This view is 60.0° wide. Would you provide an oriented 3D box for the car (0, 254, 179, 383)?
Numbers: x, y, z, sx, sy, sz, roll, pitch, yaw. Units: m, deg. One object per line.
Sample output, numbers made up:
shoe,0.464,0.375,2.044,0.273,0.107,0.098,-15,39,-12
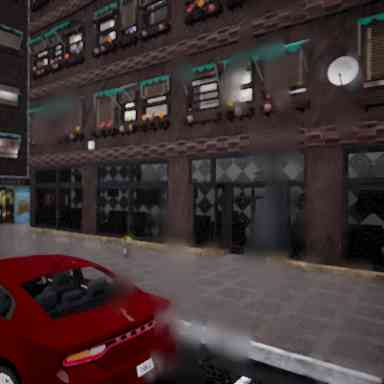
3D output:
car,-2.262,1.535,4.478,4.507,1.381,1.887,0,0,35
